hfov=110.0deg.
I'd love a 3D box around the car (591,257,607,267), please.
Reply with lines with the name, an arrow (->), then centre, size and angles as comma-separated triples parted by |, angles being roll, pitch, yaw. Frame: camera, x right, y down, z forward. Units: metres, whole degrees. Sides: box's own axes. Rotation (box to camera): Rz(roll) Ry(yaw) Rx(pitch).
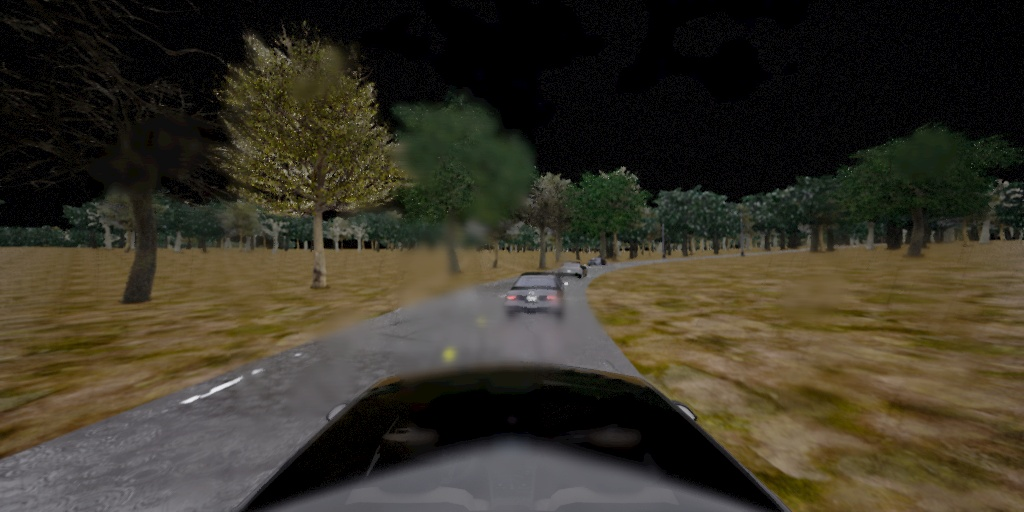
car -> 12.838, 0.887, 54.102 | 1.994, 1.385, 4.181 | 0, 1, 32

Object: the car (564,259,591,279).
car -> 5.433, 1.207, 31.291 | 1.994, 1.385, 4.181 | 0, 0, 19

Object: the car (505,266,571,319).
car -> 0.982, 1.269, 12.765 | 2.033, 1.411, 5.357 | 0, 0, 9
